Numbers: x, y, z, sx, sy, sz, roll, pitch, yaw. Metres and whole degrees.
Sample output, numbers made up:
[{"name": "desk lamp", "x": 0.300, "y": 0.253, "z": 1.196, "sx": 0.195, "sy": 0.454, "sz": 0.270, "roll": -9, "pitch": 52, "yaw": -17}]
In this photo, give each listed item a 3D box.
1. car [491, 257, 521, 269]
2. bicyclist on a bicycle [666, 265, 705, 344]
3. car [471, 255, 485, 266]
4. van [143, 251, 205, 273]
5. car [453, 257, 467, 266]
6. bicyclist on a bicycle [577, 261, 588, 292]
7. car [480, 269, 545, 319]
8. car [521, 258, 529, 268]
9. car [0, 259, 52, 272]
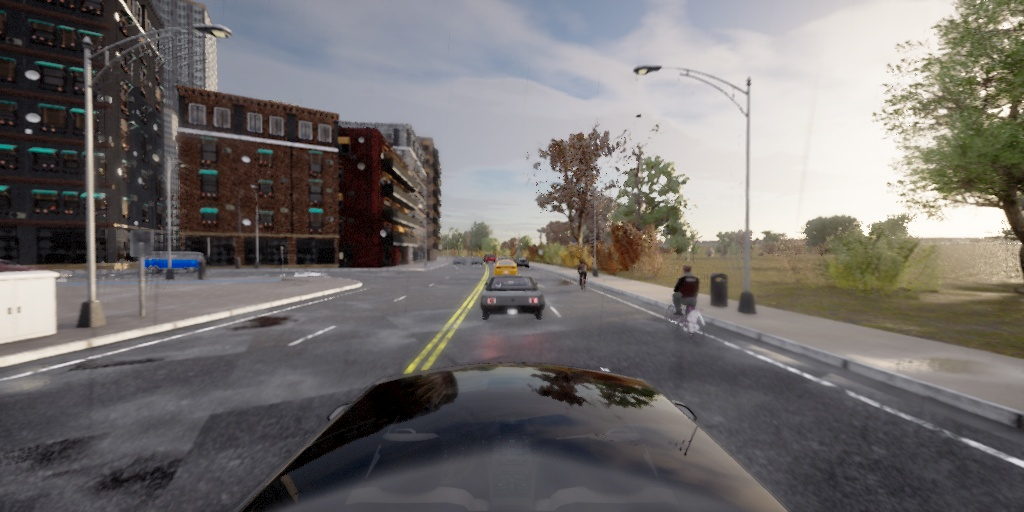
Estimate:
[{"name": "car", "x": -0.572, "y": 1.088, "z": 30.515, "sx": 1.882, "sy": 1.535, "sz": 5.008, "roll": 0, "pitch": 0, "yaw": -2}, {"name": "bicyclist on a bicycle", "x": 4.080, "y": 1.086, "z": 8.563, "sx": 0.659, "sy": 1.776, "sz": 1.843, "roll": 0, "pitch": 1, "yaw": -1}, {"name": "car", "x": -6.284, "y": 0.999, "z": 64.729, "sx": 1.994, "sy": 1.385, "sz": 4.181, "roll": 0, "pitch": 0, "yaw": -5}, {"name": "van", "x": -28.350, "y": 0.525, "z": 30.113, "sx": 3.998, "sy": 1.789, "sz": 1.690, "roll": 0, "pitch": 0, "yaw": -31}, {"name": "car", "x": -9.509, "y": 1.005, "z": 64.324, "sx": 1.994, "sy": 1.385, "sz": 4.181, "roll": 0, "pitch": 0, "yaw": -5}, {"name": "bicyclist on a bicycle", "x": 3.864, "y": 1.113, "z": 19.642, "sx": 0.582, "sy": 1.620, "sz": 1.656, "roll": 0, "pitch": 0, "yaw": -1}, {"name": "car", "x": -0.018, "y": 1.299, "z": 12.493, "sx": 1.895, "sy": 1.301, "sz": 4.718, "roll": 0, "pitch": 0, "yaw": -1}, {"name": "car", "x": 1.376, "y": 0.999, "z": 52.530, "sx": 1.837, "sy": 1.490, "sz": 4.892, "roll": 0, "pitch": 0, "yaw": -4}, {"name": "car", "x": -28.932, "y": 0.792, "z": 19.974, "sx": 4.207, "sy": 1.307, "sz": 1.802, "roll": 0, "pitch": 0, "yaw": -31}]
